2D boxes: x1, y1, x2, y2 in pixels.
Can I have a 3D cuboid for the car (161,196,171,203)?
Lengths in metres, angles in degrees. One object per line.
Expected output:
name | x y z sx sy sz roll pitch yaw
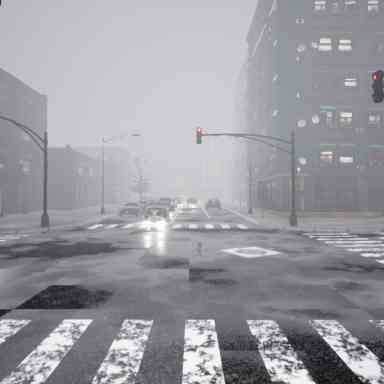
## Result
car | -5.655 1.604 71.600 1.802 1.307 4.206 1 0 0

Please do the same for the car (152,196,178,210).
car | -3.084 1.363 38.964 2.097 1.767 4.553 0 0 0

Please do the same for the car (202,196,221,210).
car | 2.719 1.452 43.225 1.967 1.590 4.097 1 0 0

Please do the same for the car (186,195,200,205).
car | 0.019 1.495 59.466 1.882 1.535 5.008 0 0 0

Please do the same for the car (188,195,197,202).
car | 0.022 1.378 69.892 1.812 1.442 4.674 0 0 0

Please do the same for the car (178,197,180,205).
car | -3.076 1.540 48.835 1.812 1.442 4.674 0 0 0

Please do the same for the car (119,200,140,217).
car | -5.743 1.554 31.797 1.887 1.381 4.507 1 0 0

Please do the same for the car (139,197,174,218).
car | -3.088 1.500 29.946 2.128 1.511 4.902 0 0 0
